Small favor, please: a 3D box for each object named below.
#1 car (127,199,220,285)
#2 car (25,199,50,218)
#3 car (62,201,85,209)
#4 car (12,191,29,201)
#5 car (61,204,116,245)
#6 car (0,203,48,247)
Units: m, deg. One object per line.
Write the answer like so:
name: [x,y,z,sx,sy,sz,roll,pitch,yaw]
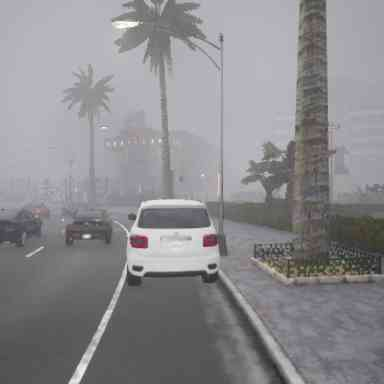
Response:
car: [-0.676,1.218,9.688,2.150,2.045,5.566,0,0,-7]
car: [-13.861,1.561,29.320,1.994,1.385,4.181,0,0,-32]
car: [-10.889,1.564,31.169,1.994,1.385,4.181,0,0,-32]
car: [-37.893,1.221,71.704,4.553,1.767,2.185,0,0,21]
car: [-4.701,1.513,15.622,1.837,1.490,4.892,0,0,-12]
car: [-8.124,1.479,14.894,1.882,1.535,5.008,0,0,-12]
